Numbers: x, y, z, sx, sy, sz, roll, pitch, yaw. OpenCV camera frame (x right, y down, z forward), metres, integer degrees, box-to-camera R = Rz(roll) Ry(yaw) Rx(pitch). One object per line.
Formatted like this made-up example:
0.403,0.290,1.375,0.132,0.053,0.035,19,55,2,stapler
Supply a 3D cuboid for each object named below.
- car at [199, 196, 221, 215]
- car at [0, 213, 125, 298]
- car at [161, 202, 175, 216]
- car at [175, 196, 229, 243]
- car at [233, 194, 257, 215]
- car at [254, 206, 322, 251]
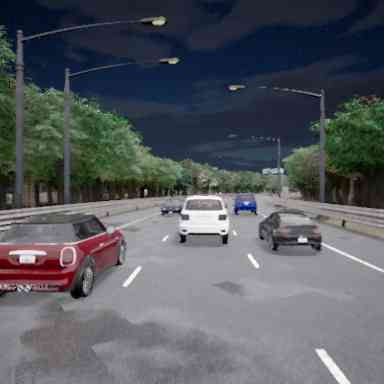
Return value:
1.912,1.343,34.154,2.097,1.767,4.553,0,0,5,car
-3.187,1.344,8.692,2.097,1.767,4.553,0,0,2,car
-1.750,1.586,32.694,1.895,1.301,4.718,0,0,5,car
0.598,1.217,16.363,2.150,2.045,5.566,0,0,2,car
5.413,1.219,34.129,2.150,2.045,5.566,0,0,5,car
3.997,1.528,14.026,1.812,1.442,4.674,0,0,2,car
